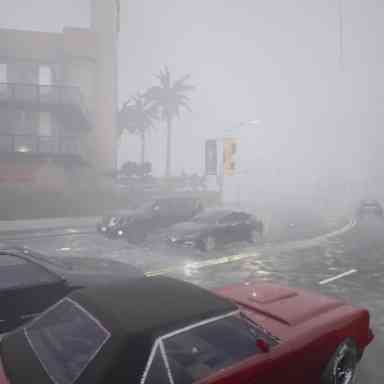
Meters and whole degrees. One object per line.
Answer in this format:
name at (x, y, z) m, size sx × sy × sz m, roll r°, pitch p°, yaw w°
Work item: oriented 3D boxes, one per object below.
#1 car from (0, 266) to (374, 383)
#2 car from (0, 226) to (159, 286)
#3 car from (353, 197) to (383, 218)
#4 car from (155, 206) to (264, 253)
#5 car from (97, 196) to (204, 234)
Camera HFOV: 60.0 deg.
car at (-0.108, 1.599, 3.376) m, size 4.718 × 1.301 × 1.895 m, roll 0°, pitch 0°, yaw -37°
car at (-3.348, 1.542, 5.251) m, size 5.357 × 1.411 × 2.033 m, roll 0°, pitch 0°, yaw -36°
car at (15.995, 1.478, 30.419) m, size 2.128 × 1.511 × 4.902 m, roll 0°, pitch 0°, yaw 19°
car at (1.078, 1.495, 13.822) m, size 4.892 × 1.490 × 1.837 m, roll 0°, pitch 1°, yaw -44°
car at (-1.679, 1.209, 15.881) m, size 5.566 × 2.045 × 2.150 m, roll 0°, pitch 0°, yaw -43°
